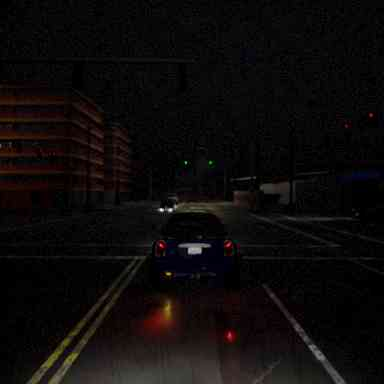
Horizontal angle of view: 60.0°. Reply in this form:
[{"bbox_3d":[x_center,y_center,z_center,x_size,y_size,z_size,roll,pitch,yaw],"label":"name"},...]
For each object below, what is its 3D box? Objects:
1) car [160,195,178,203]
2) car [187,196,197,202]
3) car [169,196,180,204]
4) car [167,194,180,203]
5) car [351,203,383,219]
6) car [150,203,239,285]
[{"bbox_3d":[-3.616,1.612,49.096,2.033,1.411,5.357,0,0,0],"label":"car"},{"bbox_3d":[-0.033,1.601,76.873,1.837,1.490,4.892,0,0,0],"label":"car"},{"bbox_3d":[-3.530,1.632,69.860,2.033,1.411,5.357,0,0,0],"label":"car"},{"bbox_3d":[-3.576,1.299,59.387,2.150,2.045,5.566,0,0,0],"label":"car"},{"bbox_3d":[16.455,1.639,28.761,4.718,1.301,1.895,0,0,0],"label":"car"},{"bbox_3d":[0.024,1.365,9.736,2.097,1.767,4.553,0,0,-1],"label":"car"}]
